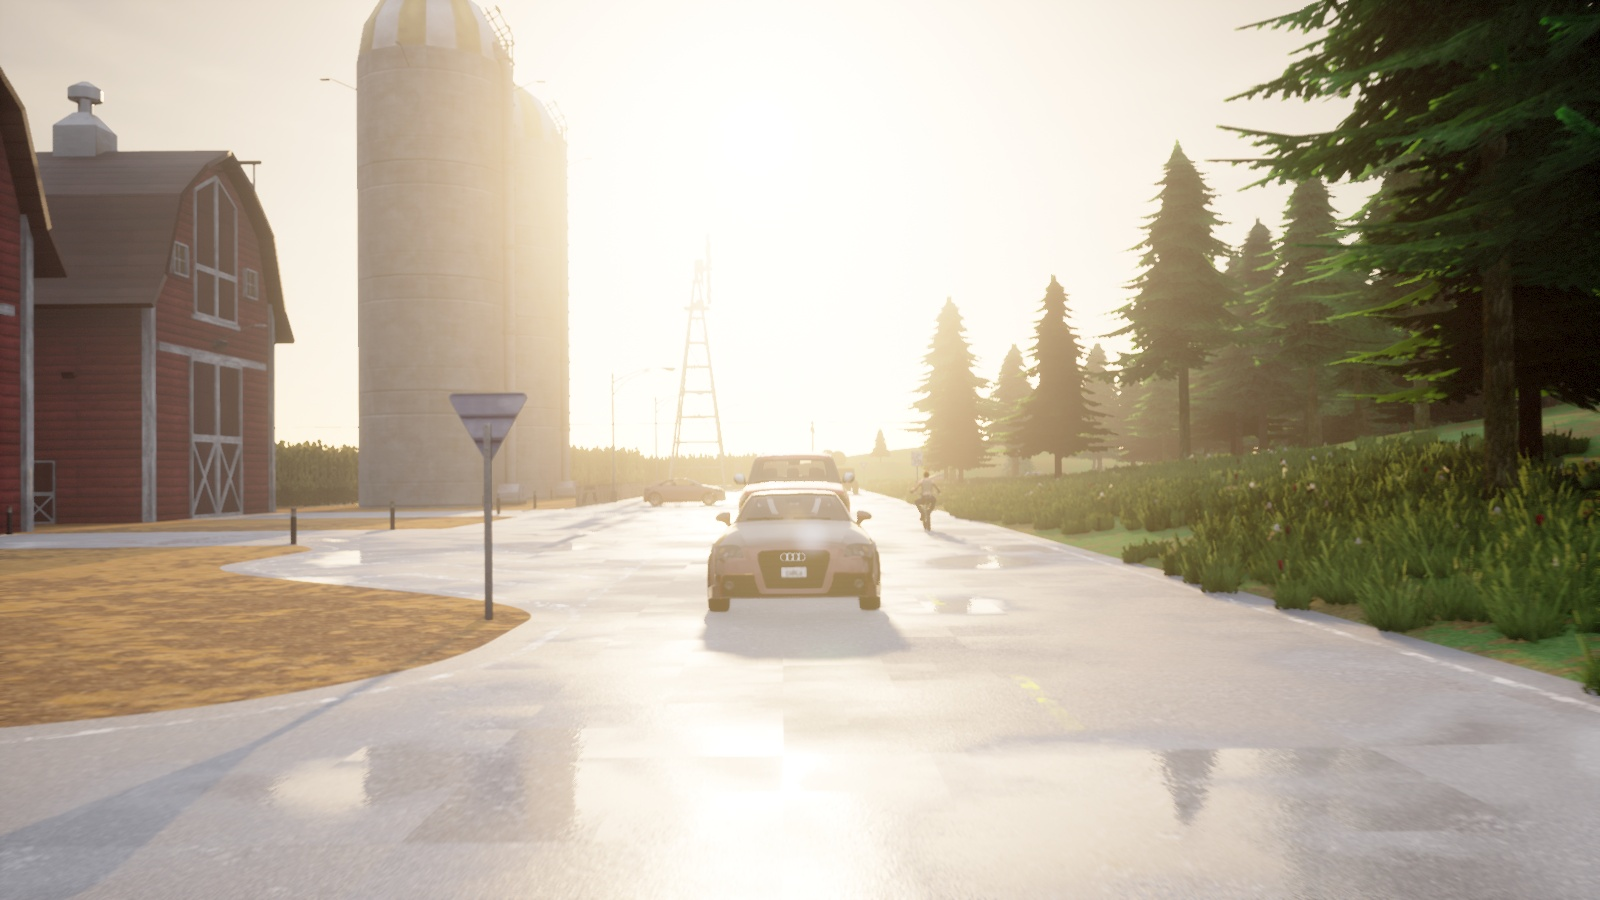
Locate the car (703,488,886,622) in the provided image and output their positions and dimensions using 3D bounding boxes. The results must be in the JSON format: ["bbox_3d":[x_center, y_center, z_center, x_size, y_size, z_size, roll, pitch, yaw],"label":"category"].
[{"bbox_3d":[-0.063,1.222,15.973,1.994,1.385,4.181,-1,-1,0],"label":"car"}]

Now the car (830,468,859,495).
[{"bbox_3d":[3.195,2.232,90.042,1.905,1.878,3.866,-1,-1,0],"label":"car"}]

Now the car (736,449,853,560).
[{"bbox_3d":[-0.105,1.063,26.252,2.150,2.045,5.566,-1,-1,0],"label":"car"}]

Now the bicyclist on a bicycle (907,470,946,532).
[{"bbox_3d":[3.380,1.348,33.693,0.866,1.612,1.509,-1,-1,0],"label":"bicyclist on a bicycle"}]
